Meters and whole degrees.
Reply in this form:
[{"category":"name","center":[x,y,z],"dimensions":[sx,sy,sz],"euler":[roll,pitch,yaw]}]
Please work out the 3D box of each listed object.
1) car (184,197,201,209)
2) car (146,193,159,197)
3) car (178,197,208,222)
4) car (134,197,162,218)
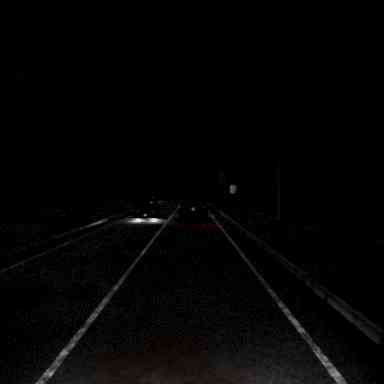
[{"category":"car","center":[0.065,1.322,41.133],"dimensions":[1.994,1.385,4.181],"euler":[0,0,0]},{"category":"car","center":[-8.096,1.065,68.928],"dimensions":[1.837,1.490,4.892],"euler":[0,0,-26]},{"category":"car","center":[0.086,1.206,24.937],"dimensions":[2.097,1.767,4.553],"euler":[0,0,0]},{"category":"car","center":[-3.615,1.380,28.324],"dimensions":[2.033,1.411,5.357],"euler":[0,0,0]}]
